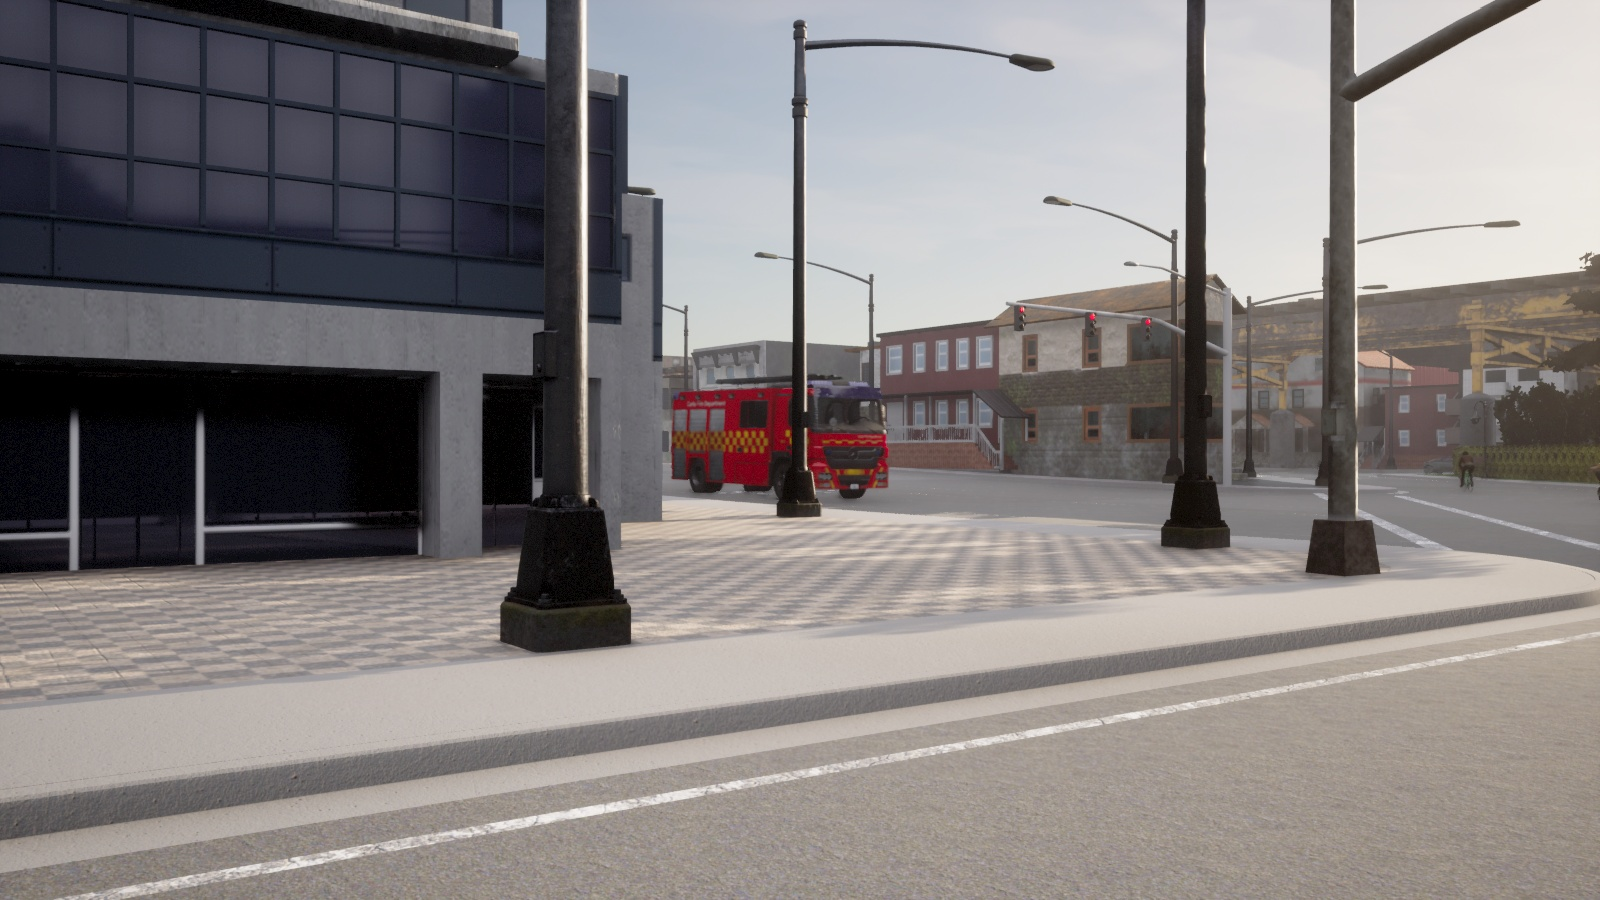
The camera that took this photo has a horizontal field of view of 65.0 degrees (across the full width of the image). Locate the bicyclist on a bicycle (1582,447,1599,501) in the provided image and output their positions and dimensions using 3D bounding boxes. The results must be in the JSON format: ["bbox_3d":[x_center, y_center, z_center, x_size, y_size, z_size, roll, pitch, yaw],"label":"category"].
[{"bbox_3d":[24.223,0.705,37.727,0.866,1.612,1.509,-1,0,16],"label":"bicyclist on a bicycle"}]

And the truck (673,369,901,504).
[{"bbox_3d":[-0.662,-0.445,39.822,2.891,3.827,8.468,0,1,-35],"label":"truck"}]
